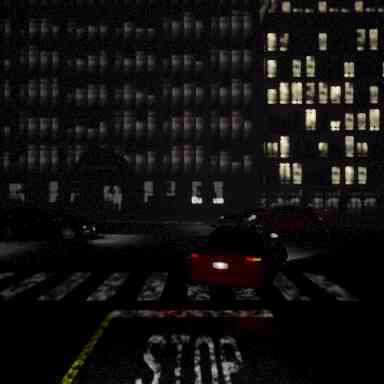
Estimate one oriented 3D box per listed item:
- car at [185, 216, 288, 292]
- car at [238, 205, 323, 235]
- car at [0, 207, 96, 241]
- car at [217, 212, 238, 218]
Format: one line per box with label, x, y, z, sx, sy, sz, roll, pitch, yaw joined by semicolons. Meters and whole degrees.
car;1.360;1.608;9.253;1.994;1.385;4.181;0;0;21
car;5.379;1.559;20.068;4.553;1.767;2.097;1;-1;1
car;-7.342;1.554;16.757;4.892;1.490;1.837;1;0;1
car;4.091;1.772;23.327;4.674;1.442;1.812;1;-1;1
